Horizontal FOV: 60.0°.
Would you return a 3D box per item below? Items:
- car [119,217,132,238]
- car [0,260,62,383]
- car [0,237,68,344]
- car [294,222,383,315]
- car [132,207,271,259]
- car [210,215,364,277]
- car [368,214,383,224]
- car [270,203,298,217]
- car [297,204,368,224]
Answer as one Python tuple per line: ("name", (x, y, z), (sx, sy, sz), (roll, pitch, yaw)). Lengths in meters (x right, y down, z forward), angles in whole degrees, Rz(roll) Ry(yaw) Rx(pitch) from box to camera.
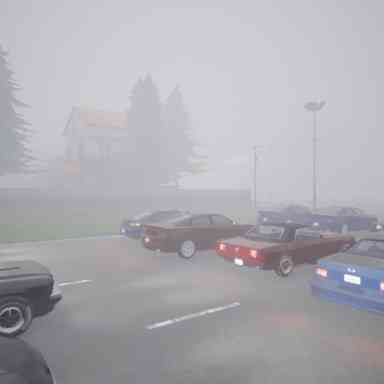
("car", (-1.126, 1.524, 15.858), (4.674, 1.442, 1.812), (0, 0, -36))
("car", (-3.191, 1.492, 1.484), (4.902, 1.511, 2.128), (0, 0, -35))
("car", (-4.527, 1.601, 4.925), (4.718, 1.301, 1.895), (0, 0, -35))
("car", (4.797, 1.546, 7.178), (5.357, 1.411, 2.033), (0, 0, -35))
("car", (0.499, 1.476, 12.725), (5.008, 1.535, 1.882), (0, 0, -35))
("car", (3.075, 1.600, 10.262), (4.718, 1.301, 1.895), (0, 0, -35))
("car", (10.487, 1.598, 15.550), (4.718, 1.301, 1.895), (0, 0, -36))
("car", (6.343, 1.475, 21.192), (5.008, 1.535, 1.882), (0, 0, -36))
("car", (8.287, 1.475, 18.281), (5.008, 1.535, 1.882), (0, 0, -36))
